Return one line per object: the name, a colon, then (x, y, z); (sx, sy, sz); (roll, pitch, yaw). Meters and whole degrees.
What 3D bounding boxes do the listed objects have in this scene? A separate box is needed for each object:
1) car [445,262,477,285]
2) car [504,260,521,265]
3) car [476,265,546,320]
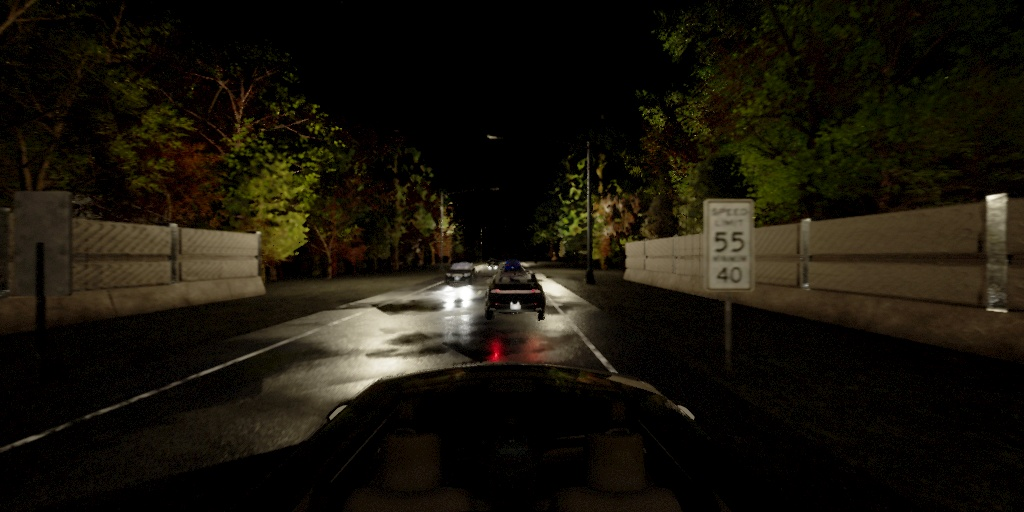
car: (-3.602, 1.220, 26.021); (2.128, 1.511, 4.902); (0, 0, 0)
car: (0.093, 1.171, 43.485); (1.882, 1.535, 5.008); (0, 0, 0)
car: (0.101, 1.236, 12.641); (2.128, 1.511, 4.902); (0, 0, 0)
